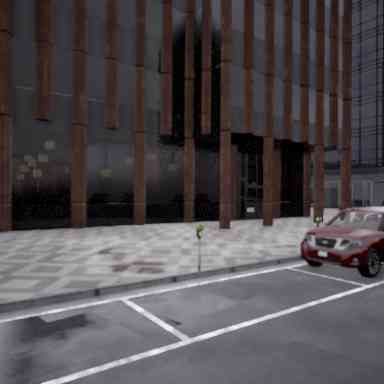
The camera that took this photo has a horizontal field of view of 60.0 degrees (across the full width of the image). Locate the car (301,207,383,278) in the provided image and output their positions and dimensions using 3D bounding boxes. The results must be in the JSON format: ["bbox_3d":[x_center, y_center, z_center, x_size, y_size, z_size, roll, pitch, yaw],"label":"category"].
[{"bbox_3d":[5.681,1.424,10.697,5.009,1.841,2.192,1,0,-35],"label":"car"}]
